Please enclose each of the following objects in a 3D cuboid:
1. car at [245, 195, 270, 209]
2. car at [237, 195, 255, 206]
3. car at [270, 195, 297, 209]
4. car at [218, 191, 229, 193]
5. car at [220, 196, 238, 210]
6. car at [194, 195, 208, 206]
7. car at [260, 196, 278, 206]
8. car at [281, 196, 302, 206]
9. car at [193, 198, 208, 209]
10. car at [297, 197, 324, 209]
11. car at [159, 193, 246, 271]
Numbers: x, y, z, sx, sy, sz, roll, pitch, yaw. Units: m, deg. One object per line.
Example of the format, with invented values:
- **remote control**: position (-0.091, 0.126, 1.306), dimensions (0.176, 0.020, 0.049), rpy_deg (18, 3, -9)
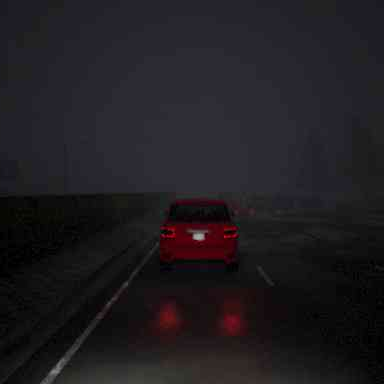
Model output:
- **car**: position (8.105, 1.210, 42.480), dimensions (2.097, 1.767, 4.553), rpy_deg (0, 0, 2)
- **car**: position (8.356, 1.317, 51.677), dimensions (2.128, 1.511, 4.902), rpy_deg (0, 0, 2)
- **car**: position (11.625, 1.210, 43.184), dimensions (2.097, 1.767, 4.553), rpy_deg (0, 0, 2)
- **car**: position (4.858, 1.045, 51.802), dimensions (2.150, 2.045, 5.566), rpy_deg (0, 0, 2)
- **car**: position (4.595, 1.334, 42.189), dimensions (1.882, 1.535, 5.008), rpy_deg (0, 0, 2)
- **car**: position (1.359, 1.312, 51.868), dimensions (2.128, 1.511, 4.902), rpy_deg (0, 0, 2)
- **car**: position (11.855, 1.393, 51.582), dimensions (1.994, 1.385, 4.181), rpy_deg (0, 0, 2)
- **car**: position (15.353, 1.336, 51.486), dimensions (1.837, 1.490, 4.892), rpy_deg (0, 0, 2)
- **car**: position (1.109, 1.453, 42.732), dimensions (1.895, 1.301, 4.718), rpy_deg (0, 0, 2)
- **car**: position (15.103, 1.340, 42.319), dimensions (1.882, 1.535, 5.008), rpy_deg (0, 0, 2)
- **car**: position (0.239, 1.183, 10.880), dimensions (2.150, 2.045, 5.566), rpy_deg (0, 0, 2)
